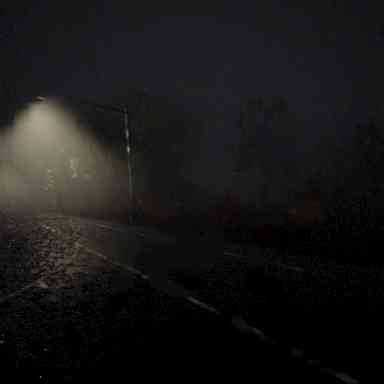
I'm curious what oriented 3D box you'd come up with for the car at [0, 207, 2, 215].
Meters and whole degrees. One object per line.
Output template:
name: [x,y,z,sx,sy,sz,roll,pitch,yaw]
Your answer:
car: [-37.265,3.379,62.540,2.150,2.045,5.566,-4,1,-24]
